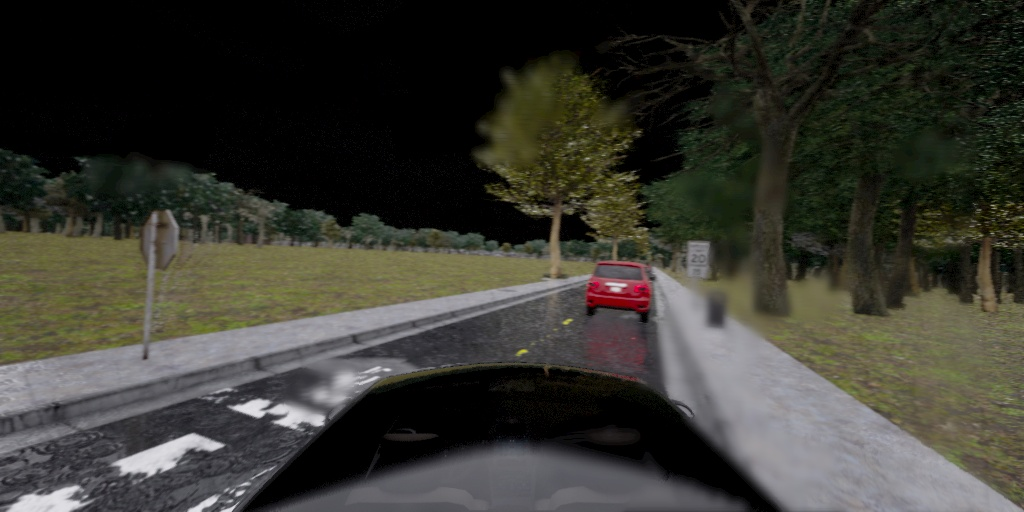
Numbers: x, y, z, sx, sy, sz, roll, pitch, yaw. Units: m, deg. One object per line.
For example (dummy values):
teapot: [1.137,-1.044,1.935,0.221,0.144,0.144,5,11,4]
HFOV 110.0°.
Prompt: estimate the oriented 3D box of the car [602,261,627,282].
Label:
car: [11.978,1.726,41.584,2.150,2.045,5.566,4,0,21]

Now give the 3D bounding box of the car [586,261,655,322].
car: [4.383,1.256,14.306,2.150,2.045,5.566,4,0,21]
